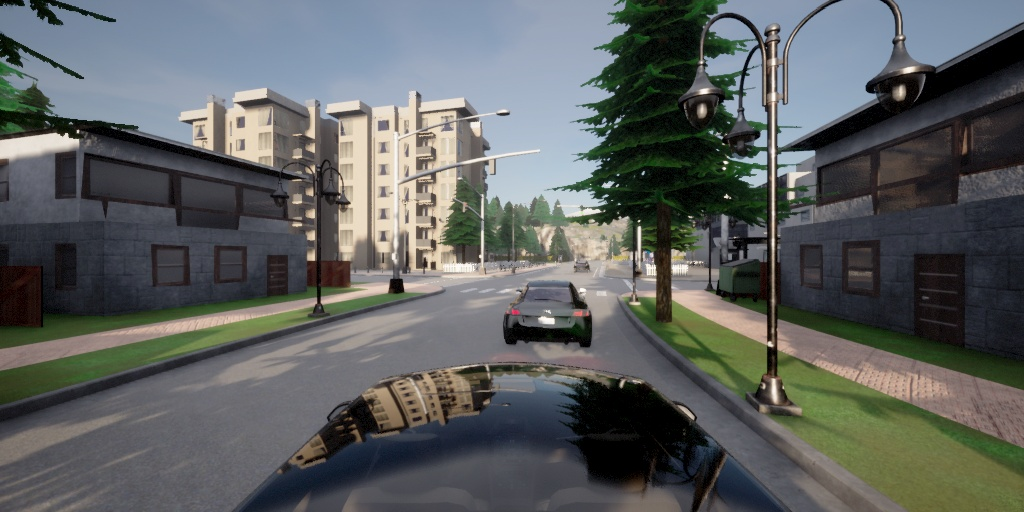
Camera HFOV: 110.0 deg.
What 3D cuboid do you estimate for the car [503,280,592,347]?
[{"bbox_3d":[1.007,1.314,9.410,1.994,1.385,4.181,0,0,8],"label":"car"}]

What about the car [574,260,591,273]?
[{"bbox_3d":[8.793,1.276,44.941,2.128,1.511,4.902,0,0,14],"label":"car"}]
